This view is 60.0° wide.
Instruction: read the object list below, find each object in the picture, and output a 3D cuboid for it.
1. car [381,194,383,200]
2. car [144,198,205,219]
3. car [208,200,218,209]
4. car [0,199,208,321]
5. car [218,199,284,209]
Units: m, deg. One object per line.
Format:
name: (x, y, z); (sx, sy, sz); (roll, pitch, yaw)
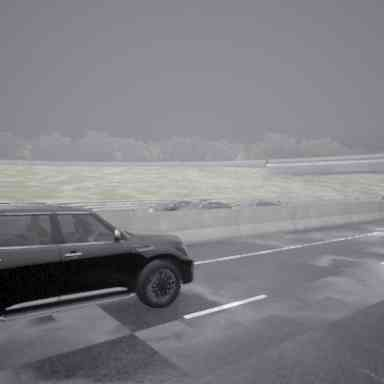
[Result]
car: (32.322, 0.608, 52.735); (5.566, 2.045, 2.150); (-1, 0, -35)
car: (-1.445, 1.383, 28.748); (4.902, 1.511, 2.128); (-1, 1, -35)
car: (0.929, 1.378, 26.142); (4.902, 1.511, 2.128); (-1, 1, -35)
car: (-2.613, 1.220, 6.181); (5.566, 2.045, 2.150); (0, 0, -35)
car: (4.668, 1.337, 24.509); (5.008, 1.535, 1.882); (-1, 1, -35)
